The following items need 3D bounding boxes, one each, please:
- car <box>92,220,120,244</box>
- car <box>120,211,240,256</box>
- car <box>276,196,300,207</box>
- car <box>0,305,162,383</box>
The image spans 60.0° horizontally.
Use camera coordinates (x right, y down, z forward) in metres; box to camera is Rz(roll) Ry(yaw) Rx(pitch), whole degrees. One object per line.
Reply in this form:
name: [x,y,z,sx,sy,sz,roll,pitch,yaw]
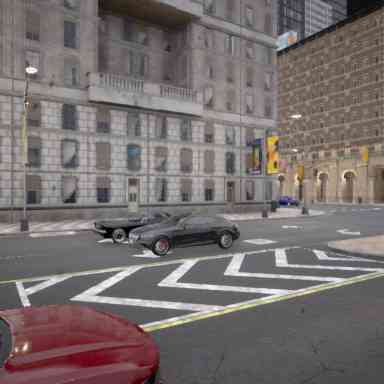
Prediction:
car: [-2.297,1.601,15.997,4.718,1.301,1.895,0,0,-31]
car: [-0.202,1.526,13.174,4.674,1.442,1.812,0,0,-31]
car: [14.791,1.478,52.775,1.882,1.535,5.008,0,0,-32]
car: [-2.595,1.478,2.155,5.008,1.535,1.882,0,0,-31]
